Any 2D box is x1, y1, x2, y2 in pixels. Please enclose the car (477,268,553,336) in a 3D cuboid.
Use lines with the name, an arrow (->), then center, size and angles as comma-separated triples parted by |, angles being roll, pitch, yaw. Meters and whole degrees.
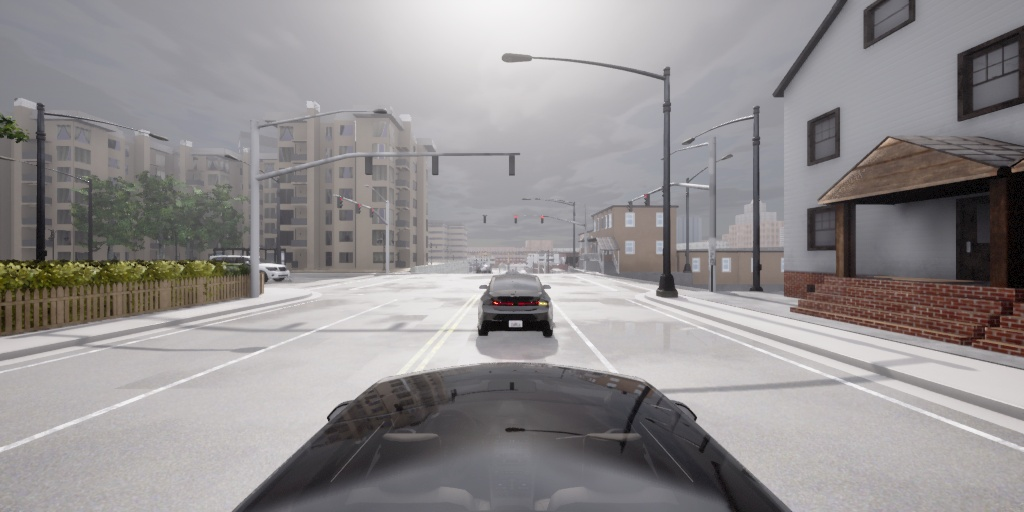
car -> 0.092, 1.255, 10.360 | 1.837, 1.490, 4.892 | 0, 0, 0

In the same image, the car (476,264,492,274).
car -> -3.618, 1.755, 47.174 | 2.128, 1.511, 4.902 | 0, -5, 0

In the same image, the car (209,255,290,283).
car -> -19.956, 0.971, 27.050 | 5.566, 2.045, 2.150 | 0, 0, 1
